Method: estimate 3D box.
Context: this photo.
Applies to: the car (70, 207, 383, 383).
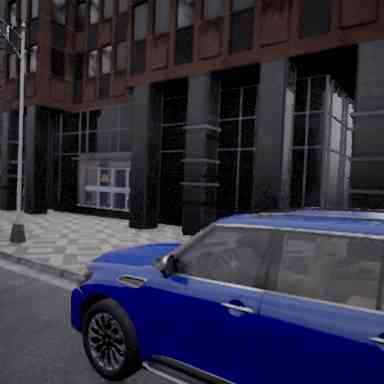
[{"bbox_3d":[1.061,1.186,3.606,5.566,2.045,2.150,2,1,36],"label":"car"}]
